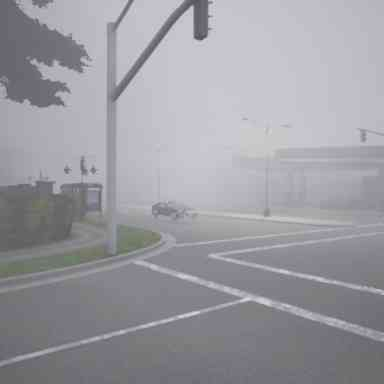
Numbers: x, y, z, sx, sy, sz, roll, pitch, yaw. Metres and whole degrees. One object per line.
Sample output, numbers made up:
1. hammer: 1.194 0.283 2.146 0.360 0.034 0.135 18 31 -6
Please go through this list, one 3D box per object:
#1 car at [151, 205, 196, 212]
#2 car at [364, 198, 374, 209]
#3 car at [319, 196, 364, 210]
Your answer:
1. car: -1.479 1.369 25.880 2.128 1.511 4.902 0 0 -35
2. car: 22.308 1.550 45.002 1.970 1.475 3.806 0 0 -35
3. car: 18.043 1.377 41.078 2.242 1.667 4.611 0 0 -35
